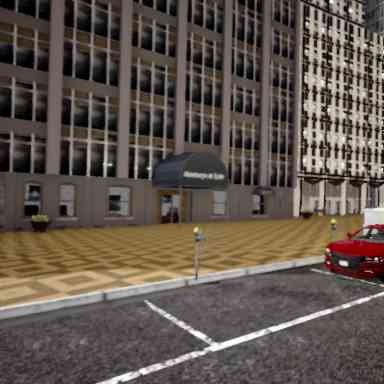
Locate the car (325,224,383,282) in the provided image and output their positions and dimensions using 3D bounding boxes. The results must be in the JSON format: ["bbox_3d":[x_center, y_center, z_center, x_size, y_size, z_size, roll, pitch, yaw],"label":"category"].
[{"bbox_3d":[5.851,1.650,9.973,4.507,1.381,1.887,1,1,-34],"label":"car"}]
